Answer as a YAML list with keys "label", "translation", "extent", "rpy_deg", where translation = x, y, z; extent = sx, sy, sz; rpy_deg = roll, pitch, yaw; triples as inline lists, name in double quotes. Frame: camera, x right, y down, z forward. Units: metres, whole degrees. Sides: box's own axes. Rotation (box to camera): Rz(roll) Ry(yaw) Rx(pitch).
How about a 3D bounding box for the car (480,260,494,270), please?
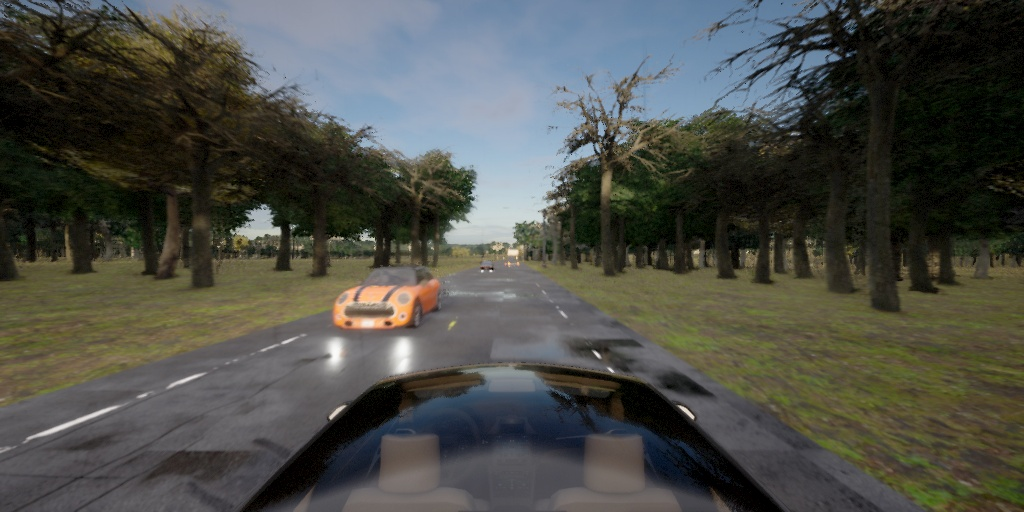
- label: "car"
  translation: [-3.517, 1.325, 51.688]
  extent: [2.033, 1.411, 5.357]
  rpy_deg: [0, 0, 1]

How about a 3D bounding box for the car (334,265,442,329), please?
- label: "car"
  translation: [-3.588, 1.101, 11.193]
  extent: [2.097, 1.767, 4.553]
  rpy_deg: [0, 0, 0]
